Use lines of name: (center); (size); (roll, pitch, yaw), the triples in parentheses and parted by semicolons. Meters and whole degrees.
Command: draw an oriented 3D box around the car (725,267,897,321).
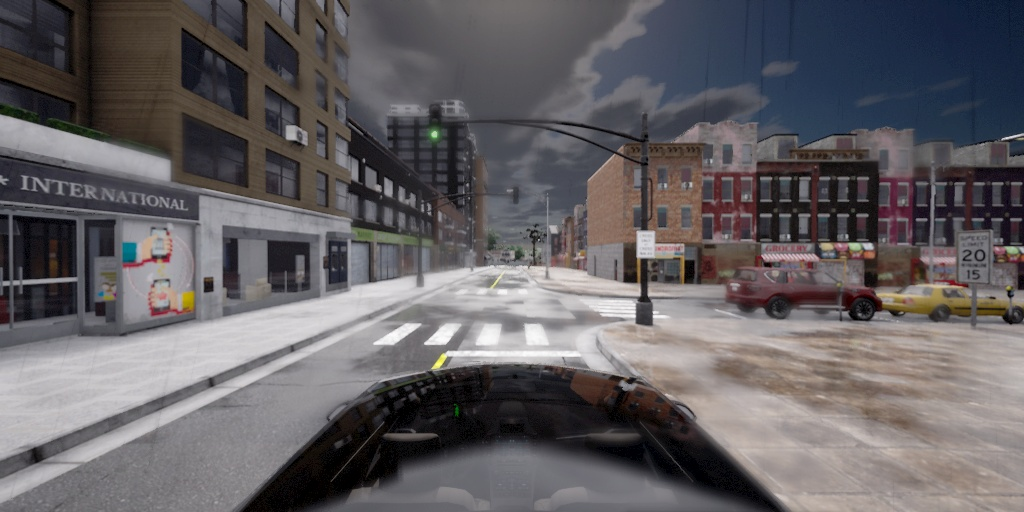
car: (10.836, 1.371, 13.603); (5.009, 1.841, 2.192); (0, 0, 0)

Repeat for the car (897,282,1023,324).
car: (16.551, 1.684, 13.572); (4.829, 1.417, 1.751); (0, 0, 0)
